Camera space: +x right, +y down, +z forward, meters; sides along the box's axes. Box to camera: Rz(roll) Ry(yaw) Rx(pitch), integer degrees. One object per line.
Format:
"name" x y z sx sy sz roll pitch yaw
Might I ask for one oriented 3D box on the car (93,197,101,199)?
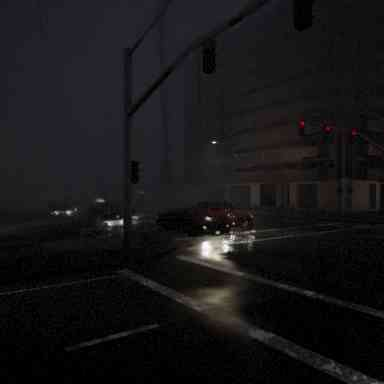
"car" -17.988 1.581 62.237 1.812 1.442 4.674 0 0 -34

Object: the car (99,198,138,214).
"car" -7.698 1.603 35.329 2.033 1.411 5.357 0 0 -35

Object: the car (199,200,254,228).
"car" 1.896 1.408 21.838 2.097 1.767 4.553 0 0 -35

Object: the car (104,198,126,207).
"car" -12.714 1.656 54.812 1.895 1.301 4.718 0 0 -36

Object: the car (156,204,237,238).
"car" -0.152 1.603 18.443 2.033 1.411 5.357 0 0 -32

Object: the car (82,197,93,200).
"car" -19.939 1.547 58.931 2.128 1.511 4.902 0 0 -35

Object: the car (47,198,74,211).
"car" -17.114 1.533 42.575 1.882 1.535 5.008 0 0 -35

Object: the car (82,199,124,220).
"car" -7.557 1.603 29.088 2.033 1.411 5.357 0 0 -35

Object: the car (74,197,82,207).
"car" -19.531 1.603 52.133 2.033 1.411 5.357 0 0 -35
